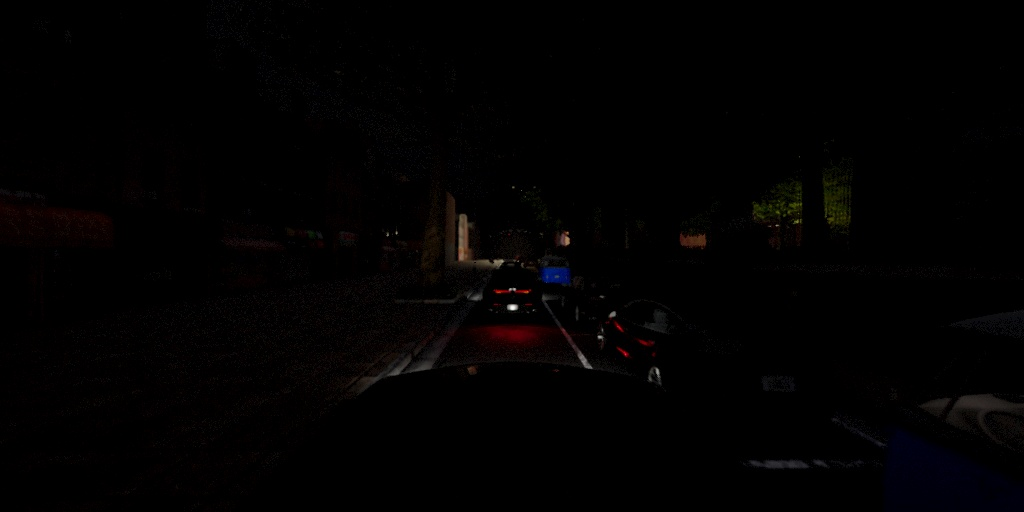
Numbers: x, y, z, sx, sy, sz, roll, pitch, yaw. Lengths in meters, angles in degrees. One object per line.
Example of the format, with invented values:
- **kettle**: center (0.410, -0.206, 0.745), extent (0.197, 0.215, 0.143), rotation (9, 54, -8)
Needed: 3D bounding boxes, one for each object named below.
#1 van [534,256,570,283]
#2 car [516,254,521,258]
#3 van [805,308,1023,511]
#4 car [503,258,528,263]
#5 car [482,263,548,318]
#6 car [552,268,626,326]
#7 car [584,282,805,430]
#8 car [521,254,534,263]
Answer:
- **van**: center (2.500, 0.914, 21.981), extent (1.690, 1.789, 3.998), rotation (0, 0, 0)
- **car**: center (2.232, 0.606, 60.123), extent (2.192, 1.841, 5.009), rotation (0, 0, 0)
- **van**: center (2.652, 1.104, 0.185), extent (1.690, 1.789, 3.998), rotation (0, 0, 0)
- **car**: center (-0.090, 1.082, 26.705), extent (2.033, 1.411, 5.357), rotation (0, 0, 0)
- **car**: center (0.009, 1.159, 12.539), extent (1.837, 1.490, 4.892), rotation (0, 1, 0)
- **car**: center (2.576, 1.216, 11.083), extent (2.007, 1.370, 4.403), rotation (0, 0, 0)
- **car**: center (2.614, 1.280, 5.634), extent (1.948, 1.339, 4.313), rotation (0, 0, 0)
- **car**: center (2.442, 0.841, 46.145), extent (1.801, 1.575, 5.366), rotation (0, 0, 0)
